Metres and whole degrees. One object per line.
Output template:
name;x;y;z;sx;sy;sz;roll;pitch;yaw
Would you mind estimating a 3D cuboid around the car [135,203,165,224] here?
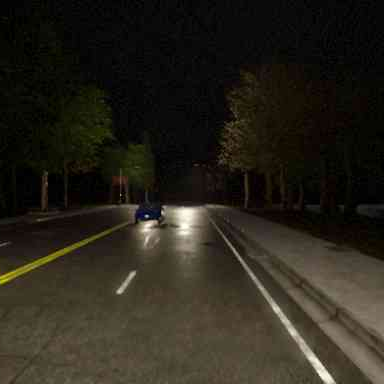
car;-3.153;1.558;25.762;1.882;1.535;5.008;0;0;0
